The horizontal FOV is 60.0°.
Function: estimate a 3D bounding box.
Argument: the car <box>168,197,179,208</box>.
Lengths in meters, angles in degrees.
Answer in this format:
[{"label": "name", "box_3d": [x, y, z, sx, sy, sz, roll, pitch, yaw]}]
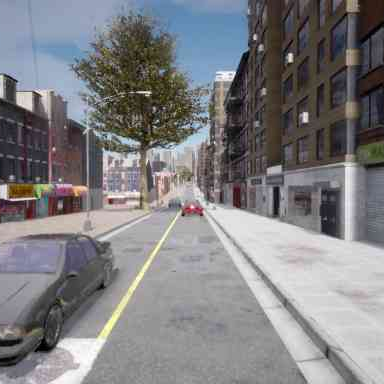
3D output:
[{"label": "car", "box_3d": [-2.875, 1.801, 56.201, 2.097, 1.767, 4.553, 0, -1, 0]}]

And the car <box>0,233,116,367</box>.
[{"label": "car", "box_3d": [-2.862, 1.550, 6.403, 2.033, 1.411, 5.357, 0, 0, 0]}]

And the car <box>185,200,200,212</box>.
[{"label": "car", "box_3d": [0.021, 1.795, 44.432, 1.837, 1.490, 4.892, 0, -1, 0]}]

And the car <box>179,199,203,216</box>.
[{"label": "car", "box_3d": [0.031, 1.519, 34.126, 2.097, 1.767, 4.553, 0, -1, 0]}]
